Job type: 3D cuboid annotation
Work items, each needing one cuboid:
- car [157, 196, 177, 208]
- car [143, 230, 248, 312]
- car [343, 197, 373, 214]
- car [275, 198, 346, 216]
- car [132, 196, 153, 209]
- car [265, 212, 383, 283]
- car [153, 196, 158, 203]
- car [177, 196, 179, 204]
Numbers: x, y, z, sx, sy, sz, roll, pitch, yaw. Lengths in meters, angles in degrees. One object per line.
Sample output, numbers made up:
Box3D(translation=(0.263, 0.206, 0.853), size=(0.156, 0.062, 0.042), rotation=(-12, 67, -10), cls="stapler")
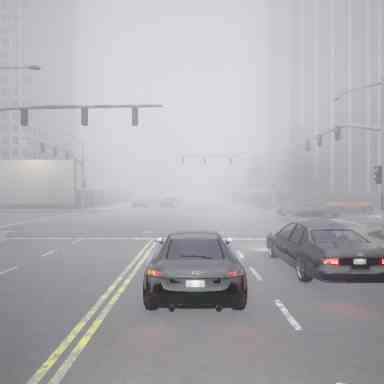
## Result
Box3D(translation=(-3.601, 1.505, 48.939), size=(1.837, 1.490, 4.892), rotation=(0, 0, 0), cls="car")
Box3D(translation=(0.061, 1.564, 7.796), size=(1.994, 1.385, 4.181), rotation=(0, 0, 0), cls="car")
Box3D(translation=(15.493, 1.297, 33.285), size=(4.553, 1.767, 2.097), rotation=(0, 0, 0), cls="car")
Box3D(translation=(9.077, 1.452, 26.362), size=(4.902, 1.511, 2.128), rotation=(-1, 0, 10), cls="car")
Box3D(translation=(-7.103, 1.547, 46.585), size=(2.033, 1.411, 5.357), rotation=(0, 0, 0), cls="car")
Box3D(translation=(3.582, 1.547, 9.679), size=(2.033, 1.411, 5.357), rotation=(0, 0, -1), cls="car")
Box3D(translation=(-7.055, 1.505, 63.382), size=(1.837, 1.490, 4.892), rotation=(0, 0, 0), cls="car")
Box3D(translation=(-3.545, 1.478, 64.961), size=(1.882, 1.535, 5.008), rotation=(0, 0, 1), cls="car")
